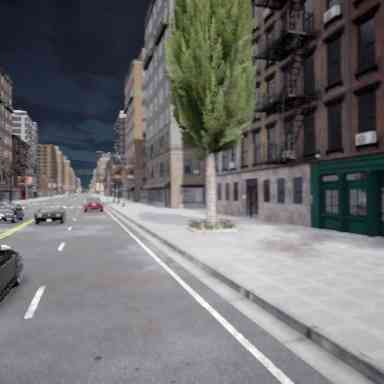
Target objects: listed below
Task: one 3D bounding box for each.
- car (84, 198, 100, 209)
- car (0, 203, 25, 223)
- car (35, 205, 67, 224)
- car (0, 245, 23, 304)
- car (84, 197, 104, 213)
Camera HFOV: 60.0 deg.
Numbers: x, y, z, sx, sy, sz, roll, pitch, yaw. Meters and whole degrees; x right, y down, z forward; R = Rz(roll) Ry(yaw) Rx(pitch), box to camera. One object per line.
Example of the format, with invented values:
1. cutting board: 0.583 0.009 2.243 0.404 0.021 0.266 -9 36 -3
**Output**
1. car: -14.290 1.632 47.546 1.994 1.385 4.181 -1 0 -17
2. car: -14.455 1.602 26.038 2.128 1.511 4.902 -1 0 -17
3. car: -10.600 1.671 25.244 1.895 1.301 4.718 -1 0 -17
4. car: -4.741 1.603 6.585 1.994 1.385 4.181 -1 0 -17
5. car: -11.516 1.407 39.004 2.097 1.767 4.553 -1 0 -17
